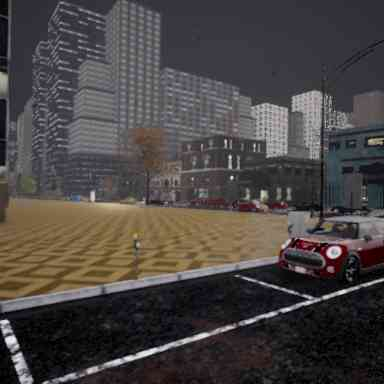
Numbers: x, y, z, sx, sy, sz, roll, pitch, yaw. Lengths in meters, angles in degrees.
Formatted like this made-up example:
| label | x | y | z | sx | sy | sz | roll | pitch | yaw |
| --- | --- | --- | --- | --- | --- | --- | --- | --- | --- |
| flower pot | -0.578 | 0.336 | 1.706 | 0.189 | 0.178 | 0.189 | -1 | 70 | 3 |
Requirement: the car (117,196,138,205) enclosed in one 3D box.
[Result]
| label | x | y | z | sx | sy | sz | roll | pitch | yaw |
| --- | --- | --- | --- | --- | --- | --- | --- | --- | --- |
| car | -12.223 | 1.802 | 63.942 | 1.752 | 1.417 | 4.829 | 1 | -1 | -35 |

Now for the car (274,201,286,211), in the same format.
| label | x | y | z | sx | sy | sz | roll | pitch | yaw |
| --- | --- | --- | --- | --- | --- | --- | --- | --- | --- |
| car | 11.121 | 1.863 | 45.181 | 1.802 | 1.307 | 4.206 | 1 | -1 | -35 |

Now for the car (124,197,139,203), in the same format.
| label | x | y | z | sx | sy | sz | roll | pitch | yaw |
| --- | --- | --- | --- | --- | --- | --- | --- | --- | --- |
| car | -15.011 | 2.026 | 82.683 | 1.752 | 1.417 | 4.829 | 1 | -1 | -35 |

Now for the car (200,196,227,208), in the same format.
| label | x | y | z | sx | sy | sz | roll | pitch | yaw |
| --- | --- | --- | --- | --- | --- | --- | --- | --- | --- |
| car | 4.120 | 1.654 | 55.216 | 2.192 | 1.841 | 5.009 | 1 | -1 | -35 |

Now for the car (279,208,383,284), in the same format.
| label | x | y | z | sx | sy | sz | roll | pitch | yaw |
| --- | --- | --- | --- | --- | --- | --- | --- | --- | --- |
| car | 4.400 | 1.463 | 9.641 | 4.097 | 1.590 | 1.967 | 0 | 1 | -35 |

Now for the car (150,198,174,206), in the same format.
| label | x | y | z | sx | sy | sz | roll | pitch | yaw |
| --- | --- | --- | --- | --- | --- | --- | --- | --- | --- |
| car | -5.674 | 1.778 | 59.206 | 2.128 | 1.511 | 4.902 | 1 | -1 | -34 |

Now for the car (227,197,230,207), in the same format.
| label | x | y | z | sx | sy | sz | roll | pitch | yaw |
| --- | --- | --- | --- | --- | --- | --- | --- | --- | --- |
| car | 6.910 | 1.681 | 40.878 | 1.837 | 1.490 | 4.892 | 1 | -1 | -35 |

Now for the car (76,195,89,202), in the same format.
| label | x | y | z | sx | sy | sz | roll | pitch | yaw |
| --- | --- | --- | --- | --- | --- | --- | --- | --- | --- |
| car | -28.027 | 1.938 | 86.758 | 1.752 | 1.417 | 4.829 | 1 | -1 | -35 |

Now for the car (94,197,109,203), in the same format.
| label | x | y | z | sx | sy | sz | roll | pitch | yaw |
| --- | --- | --- | --- | --- | --- | --- | --- | --- | --- |
| car | -21.802 | 1.925 | 77.771 | 1.947 | 1.339 | 4.313 | 1 | -1 | -35 |

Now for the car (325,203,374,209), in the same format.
| label | x | y | z | sx | sy | sz | roll | pitch | yaw |
| --- | --- | --- | --- | --- | --- | --- | --- | --- | --- |
| car | 17.364 | 1.780 | 36.170 | 2.008 | 1.369 | 4.403 | 1 | -1 | -35 |

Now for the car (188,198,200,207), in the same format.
| label | x | y | z | sx | sy | sz | roll | pitch | yaw |
| --- | --- | --- | --- | --- | --- | --- | --- | --- | --- |
| car | 0.931 | 1.805 | 59.759 | 1.967 | 1.590 | 4.097 | 1 | -1 | -35 |

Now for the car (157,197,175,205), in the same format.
| label | x | y | z | sx | sy | sz | roll | pitch | yaw |
| --- | --- | --- | --- | --- | --- | --- | --- | --- | --- |
| car | -5.432 | 1.858 | 68.855 | 1.967 | 1.590 | 4.097 | 1 | -1 | -35 |

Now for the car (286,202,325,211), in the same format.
| label | x | y | z | sx | sy | sz | roll | pitch | yaw |
| --- | --- | --- | --- | --- | --- | --- | --- | --- | --- |
| car | 14.242 | 1.821 | 40.677 | 1.947 | 1.339 | 4.313 | 1 | -1 | -35 |

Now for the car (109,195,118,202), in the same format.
| label | x | y | z | sx | sy | sz | roll | pitch | yaw |
| --- | --- | --- | --- | --- | --- | --- | --- | --- | --- |
| car | -21.234 | 1.869 | 91.673 | 2.192 | 1.841 | 5.009 | 1 | -1 | -35 |

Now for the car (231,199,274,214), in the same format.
| label | x | y | z | sx | sy | sz | roll | pitch | yaw |
| --- | --- | --- | --- | --- | --- | --- | --- | --- | --- |
| car | 6.539 | 1.555 | 36.630 | 1.967 | 1.590 | 4.097 | 1 | -1 | -35 |
